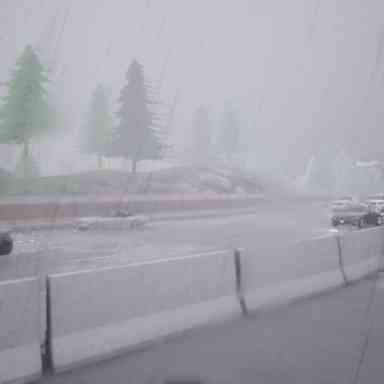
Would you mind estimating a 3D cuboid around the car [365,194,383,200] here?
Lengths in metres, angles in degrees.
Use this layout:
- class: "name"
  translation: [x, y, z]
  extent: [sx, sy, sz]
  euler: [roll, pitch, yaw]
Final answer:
- class: "car"
  translation: [22.305, 1.294, 40.067]
  extent: [2.150, 2.045, 5.566]
  euler: [-1, -1, 38]

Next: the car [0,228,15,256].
- class: "car"
  translation: [-8.619, 1.697, 10.821]
  extent: [5.008, 1.535, 1.882]
  euler: [0, -1, -35]

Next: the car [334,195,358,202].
- class: "car"
  translation: [19.567, 1.408, 42.245]
  extent: [2.150, 2.045, 5.566]
  euler: [-1, -1, 38]

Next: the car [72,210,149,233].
- class: "car"
  translation: [-5.344, 1.879, 21.970]
  extent: [4.718, 1.301, 1.895]
  euler: [0, -1, -39]

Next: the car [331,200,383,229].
- class: "car"
  translation: [11.126, 1.566, 22.361]
  extent: [4.892, 1.490, 1.837]
  euler: [-1, 0, -42]
